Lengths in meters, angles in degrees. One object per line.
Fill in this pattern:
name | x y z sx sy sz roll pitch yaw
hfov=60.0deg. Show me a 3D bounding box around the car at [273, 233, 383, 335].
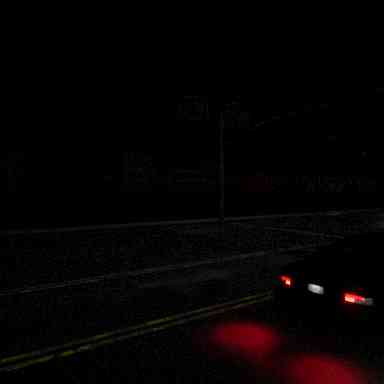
car | 3.967 1.547 6.600 5.357 1.411 2.033 0 0 -35
